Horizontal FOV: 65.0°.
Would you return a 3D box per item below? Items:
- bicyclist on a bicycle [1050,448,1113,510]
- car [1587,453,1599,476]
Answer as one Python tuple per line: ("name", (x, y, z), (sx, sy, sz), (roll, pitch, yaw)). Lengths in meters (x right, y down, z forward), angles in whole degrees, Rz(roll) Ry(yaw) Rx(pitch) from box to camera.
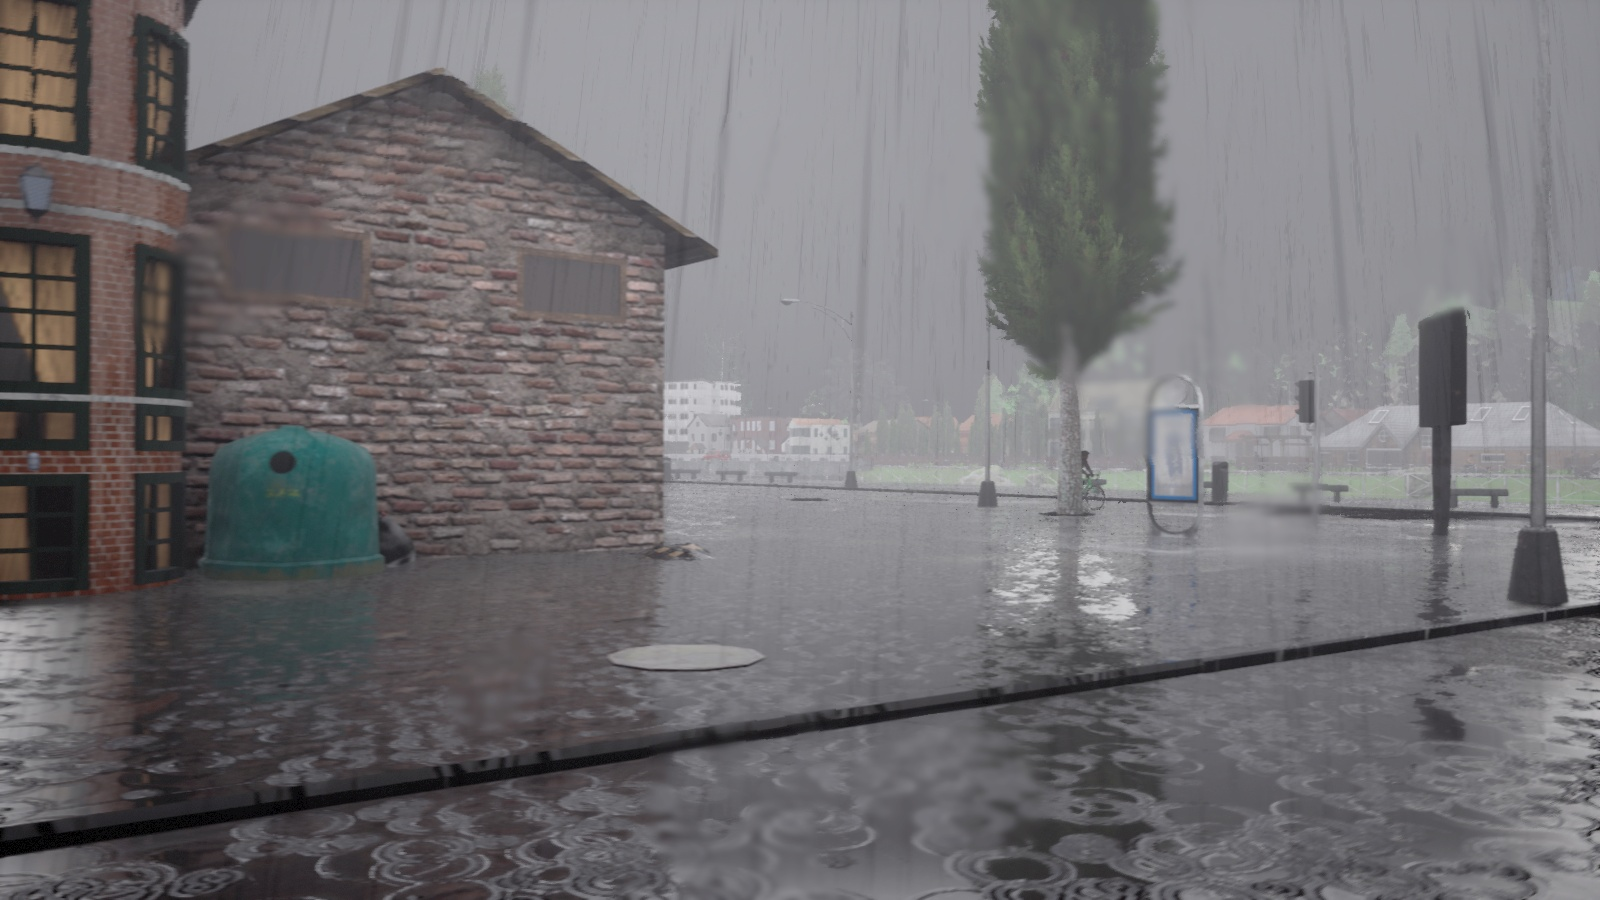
("bicyclist on a bicycle", (7.624, 0.802, 34.061), (0.582, 1.620, 1.656), (0, -2, -35))
("car", (54.083, 0.938, 82.218), (1.970, 1.475, 3.806), (0, 0, -35))
